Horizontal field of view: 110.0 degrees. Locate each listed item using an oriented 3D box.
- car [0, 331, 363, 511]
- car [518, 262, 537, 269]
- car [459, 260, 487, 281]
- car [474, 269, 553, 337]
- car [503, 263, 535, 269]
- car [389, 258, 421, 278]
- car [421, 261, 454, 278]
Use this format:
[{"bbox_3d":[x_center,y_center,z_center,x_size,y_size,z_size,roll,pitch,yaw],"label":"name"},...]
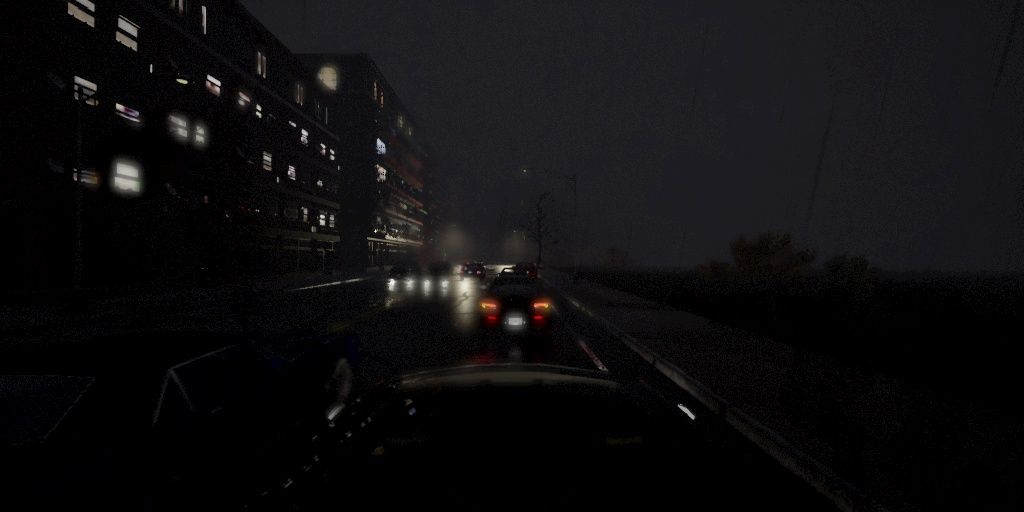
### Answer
[{"bbox_3d":[-3.155,1.351,3.255,1.895,1.301,4.718,0,0,0],"label":"car"},{"bbox_3d":[1.068,1.232,29.919,1.882,1.535,5.008,0,0,0],"label":"car"},{"bbox_3d":[-3.220,1.301,30.125,2.033,1.411,5.357,0,0,-1],"label":"car"},{"bbox_3d":[0.071,1.277,10.224,1.812,1.442,4.674,0,0,0],"label":"car"},{"bbox_3d":[0.055,1.317,20.391,1.994,1.385,4.181,0,0,0],"label":"car"},{"bbox_3d":[-9.930,1.106,33.664,2.097,1.767,4.553,0,0,0],"label":"car"},{"bbox_3d":[-6.680,1.231,33.527,1.882,1.535,5.008,0,0,0],"label":"car"}]
